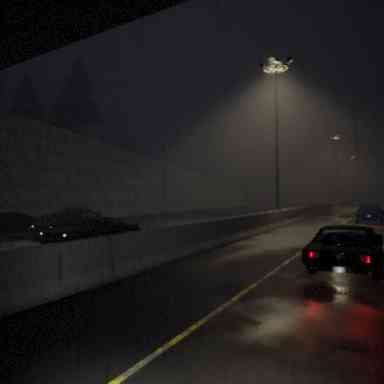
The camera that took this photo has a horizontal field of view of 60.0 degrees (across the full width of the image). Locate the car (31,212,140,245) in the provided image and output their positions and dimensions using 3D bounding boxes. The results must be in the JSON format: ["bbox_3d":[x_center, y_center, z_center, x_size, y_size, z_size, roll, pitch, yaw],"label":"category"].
[{"bbox_3d":[-4.604,1.818,15.386,1.895,1.301,4.718,-1,-1,30],"label":"car"}]

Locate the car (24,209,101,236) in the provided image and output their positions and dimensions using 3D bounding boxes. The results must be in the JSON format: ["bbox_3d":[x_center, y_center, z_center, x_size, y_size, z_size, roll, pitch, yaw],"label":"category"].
[{"bbox_3d":[-6.630,1.875,18.879,1.895,1.301,4.718,-1,-1,30],"label":"car"}]

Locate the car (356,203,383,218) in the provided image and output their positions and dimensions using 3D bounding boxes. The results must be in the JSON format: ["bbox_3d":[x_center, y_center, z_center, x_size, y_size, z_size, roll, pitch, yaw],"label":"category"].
[{"bbox_3d":[14.502,1.664,27.107,1.882,1.535,5.008,-1,-1,30],"label":"car"}]

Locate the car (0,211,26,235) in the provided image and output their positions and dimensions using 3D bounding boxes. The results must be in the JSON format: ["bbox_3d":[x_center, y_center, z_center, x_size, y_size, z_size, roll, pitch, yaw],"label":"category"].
[{"bbox_3d":[-10.752,1.834,18.710,1.812,1.442,4.674,-1,-1,30],"label":"car"}]

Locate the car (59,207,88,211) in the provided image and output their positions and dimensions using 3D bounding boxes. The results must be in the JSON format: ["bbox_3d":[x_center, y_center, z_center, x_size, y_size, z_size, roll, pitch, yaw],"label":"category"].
[{"bbox_3d":[-9.809,1.946,27.381,2.033,1.411,5.357,-1,-1,30],"label":"car"}]

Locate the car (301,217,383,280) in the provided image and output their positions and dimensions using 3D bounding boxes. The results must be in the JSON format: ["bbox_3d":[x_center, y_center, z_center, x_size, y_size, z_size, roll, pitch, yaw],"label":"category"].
[{"bbox_3d":[4.813,1.678,10.299,1.895,1.301,4.718,-1,-1,30],"label":"car"}]
